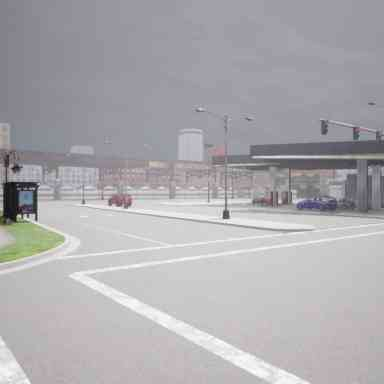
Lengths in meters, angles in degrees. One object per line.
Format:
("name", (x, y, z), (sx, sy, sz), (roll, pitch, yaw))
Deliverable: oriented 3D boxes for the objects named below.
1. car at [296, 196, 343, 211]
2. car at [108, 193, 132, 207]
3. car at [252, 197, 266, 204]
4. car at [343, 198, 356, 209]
("car", (14.295, 1.295, 38.309), (2.242, 1.667, 4.611), (0, 0, -35))
("car", (-11.275, 1.221, 52.029), (2.150, 2.045, 5.566), (0, 0, -35))
("car", (12.595, 1.601, 61.367), (1.895, 1.301, 4.718), (0, 0, 29))
("car", (18.569, 1.456, 42.223), (1.970, 1.475, 3.806), (0, 0, -35))
